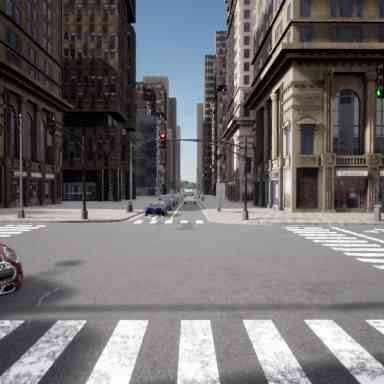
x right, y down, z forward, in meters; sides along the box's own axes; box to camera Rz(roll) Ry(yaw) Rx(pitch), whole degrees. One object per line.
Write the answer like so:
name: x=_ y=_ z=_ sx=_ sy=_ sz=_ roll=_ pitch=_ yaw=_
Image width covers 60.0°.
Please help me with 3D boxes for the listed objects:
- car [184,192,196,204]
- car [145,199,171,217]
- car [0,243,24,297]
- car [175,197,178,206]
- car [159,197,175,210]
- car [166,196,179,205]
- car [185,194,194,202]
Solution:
car: x=-0.381 y=1.206 z=62.418 sx=2.150 sy=2.045 sz=5.566 roll=0 pitch=0 yaw=0
car: x=-3.354 y=1.592 z=31.589 sx=1.895 sy=1.301 sz=4.718 roll=0 pitch=0 yaw=-1
car: x=-5.859 y=1.353 z=7.331 sx=4.553 sy=1.767 sz=2.097 roll=0 pitch=0 yaw=29
car: x=-3.485 y=1.512 z=50.248 sx=1.812 sy=1.442 sz=4.674 roll=0 pitch=0 yaw=-1
car: x=-3.429 y=1.493 z=40.918 sx=1.837 sy=1.490 sz=4.892 roll=0 pitch=0 yaw=0
car: x=-3.522 y=1.532 z=60.926 sx=2.033 sy=1.411 sz=5.357 roll=0 pitch=0 yaw=0
car: x=-0.536 y=1.338 z=72.844 sx=2.097 sy=1.767 sz=4.553 roll=0 pitch=0 yaw=0
